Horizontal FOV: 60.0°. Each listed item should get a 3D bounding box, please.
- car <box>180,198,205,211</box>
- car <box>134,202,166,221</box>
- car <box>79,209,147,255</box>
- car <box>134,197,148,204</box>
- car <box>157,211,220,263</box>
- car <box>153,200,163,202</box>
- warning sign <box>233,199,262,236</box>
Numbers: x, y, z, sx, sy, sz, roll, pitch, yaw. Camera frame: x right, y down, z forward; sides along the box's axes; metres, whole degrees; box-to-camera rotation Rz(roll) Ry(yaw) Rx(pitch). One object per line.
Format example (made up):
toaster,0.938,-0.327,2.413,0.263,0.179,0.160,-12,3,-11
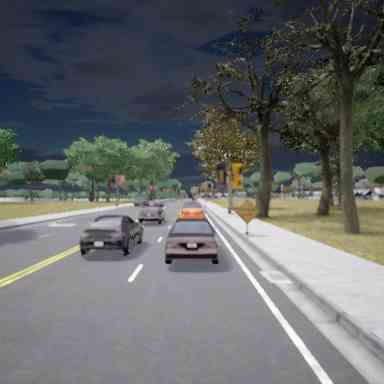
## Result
car,0.011,1.649,28.414,2.097,1.767,4.553,0,-1,0
car,-3.251,1.836,27.499,2.033,1.411,5.357,0,-1,0
car,-3.229,1.668,13.886,1.812,1.442,4.674,0,0,1
car,-9.789,1.911,64.487,2.150,2.045,5.566,0,-1,0
car,0.005,1.677,12.514,2.033,1.411,5.357,0,-1,0
car,-6.546,2.215,64.542,1.812,1.442,4.674,0,-1,1
warning sign,2.844,1.292,17.147,1.300,1.860,1.060,0,-1,0
